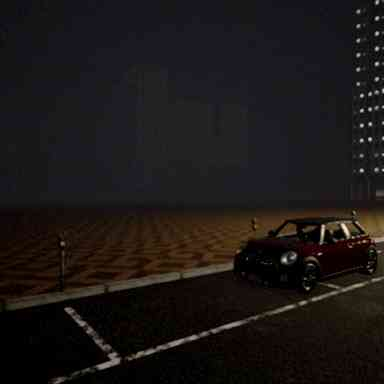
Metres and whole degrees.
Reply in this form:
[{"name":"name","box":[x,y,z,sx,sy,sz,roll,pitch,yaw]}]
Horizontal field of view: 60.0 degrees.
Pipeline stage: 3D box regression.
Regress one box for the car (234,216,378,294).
[{"name":"car","box":[3.022,1.416,8.696,4.097,1.590,1.967,0,1,-35]}]
